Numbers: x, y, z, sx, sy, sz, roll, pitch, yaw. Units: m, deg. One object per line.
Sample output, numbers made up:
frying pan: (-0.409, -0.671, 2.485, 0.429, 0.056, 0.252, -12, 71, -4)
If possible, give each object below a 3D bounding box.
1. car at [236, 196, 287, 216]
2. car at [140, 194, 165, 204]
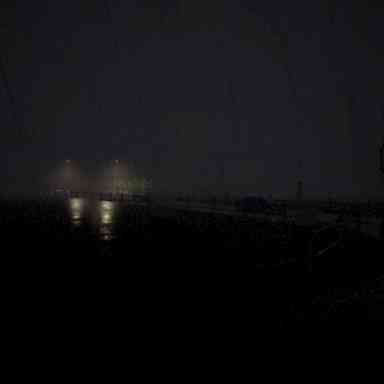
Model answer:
car: (5.987, 1.160, 29.054, 1.882, 1.535, 5.008, 0, 1, -36)
car: (-5.358, 0.898, 44.720, 1.994, 1.385, 4.181, 0, 1, -36)
